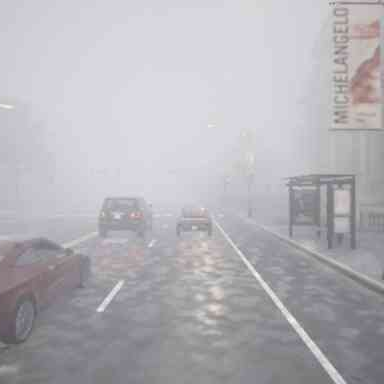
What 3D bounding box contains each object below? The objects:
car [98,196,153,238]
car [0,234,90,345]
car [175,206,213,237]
[{"bbox_3d":[-3.407,1.220,17.878,2.150,2.045,5.566,0,0,0],"label":"car"},{"bbox_3d":[-3.383,1.525,6.237,1.812,1.442,4.674,0,0,0],"label":"car"},{"bbox_3d":[0.101,1.489,18.201,2.128,1.511,4.902,0,0,0],"label":"car"}]
